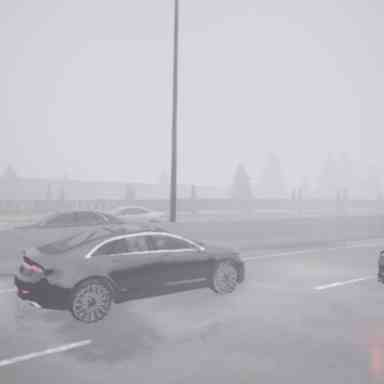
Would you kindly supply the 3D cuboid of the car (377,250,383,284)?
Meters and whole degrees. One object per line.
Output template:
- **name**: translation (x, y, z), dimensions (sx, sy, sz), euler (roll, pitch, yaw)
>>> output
- **car**: translation (6.178, 1.517, 7.334), dimensions (4.902, 1.511, 2.128), euler (0, 0, -29)

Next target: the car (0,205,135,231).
- **car**: translation (-4.979, 1.444, 13.075), dimensions (4.892, 1.490, 1.837), euler (0, 0, -32)

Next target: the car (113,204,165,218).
- **car**: translation (-3.662, 1.471, 18.032), dimensions (4.674, 1.442, 1.812), euler (0, 0, -31)

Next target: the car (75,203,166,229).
- **car**: translation (-4.588, 1.484, 21.589), dimensions (5.357, 1.411, 2.033), euler (0, 0, -30)

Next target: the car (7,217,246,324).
- **car**: translation (-1.003, 1.468, 7.092), dimensions (4.902, 1.511, 2.128), euler (0, 0, -33)
